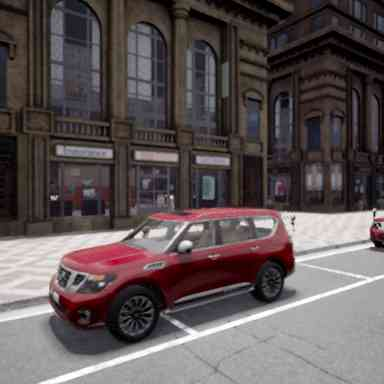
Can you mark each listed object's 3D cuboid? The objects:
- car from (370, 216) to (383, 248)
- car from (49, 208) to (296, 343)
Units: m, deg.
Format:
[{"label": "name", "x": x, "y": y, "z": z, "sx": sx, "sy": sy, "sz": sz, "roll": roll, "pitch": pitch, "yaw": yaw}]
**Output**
[{"label": "car", "x": 9.068, "y": 1.214, "z": 13.109, "sx": 5.009, "sy": 1.841, "sz": 2.192, "roll": 0, "pitch": 0, "yaw": -35}, {"label": "car", "x": -0.054, "y": 1.290, "z": 6.605, "sx": 5.009, "sy": 1.841, "sz": 2.192, "roll": 0, "pitch": 0, "yaw": -35}]
